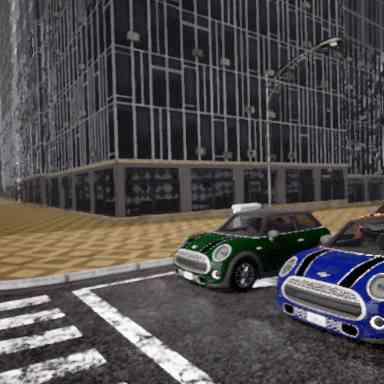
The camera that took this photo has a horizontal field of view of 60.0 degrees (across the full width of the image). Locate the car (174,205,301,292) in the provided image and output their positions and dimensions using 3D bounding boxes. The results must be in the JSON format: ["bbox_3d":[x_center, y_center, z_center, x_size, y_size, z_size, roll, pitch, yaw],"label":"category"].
[{"bbox_3d":[1.755,1.296,8.954,4.553,1.767,2.097,-1,0,-34],"label":"car"}]

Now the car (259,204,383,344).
[{"bbox_3d":[3.692,1.279,6.304,4.553,1.767,2.097,-1,0,-35],"label":"car"}]
